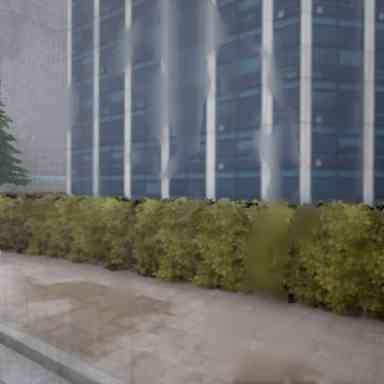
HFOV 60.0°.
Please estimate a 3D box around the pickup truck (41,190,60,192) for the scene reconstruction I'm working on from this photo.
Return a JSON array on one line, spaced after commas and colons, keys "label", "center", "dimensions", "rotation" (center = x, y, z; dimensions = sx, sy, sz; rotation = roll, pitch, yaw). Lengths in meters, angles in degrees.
[{"label": "pickup truck", "center": [-27.778, 0.647, 66.245], "dimensions": [6.274, 2.098, 2.390], "rotation": [0, 0, -24]}]
